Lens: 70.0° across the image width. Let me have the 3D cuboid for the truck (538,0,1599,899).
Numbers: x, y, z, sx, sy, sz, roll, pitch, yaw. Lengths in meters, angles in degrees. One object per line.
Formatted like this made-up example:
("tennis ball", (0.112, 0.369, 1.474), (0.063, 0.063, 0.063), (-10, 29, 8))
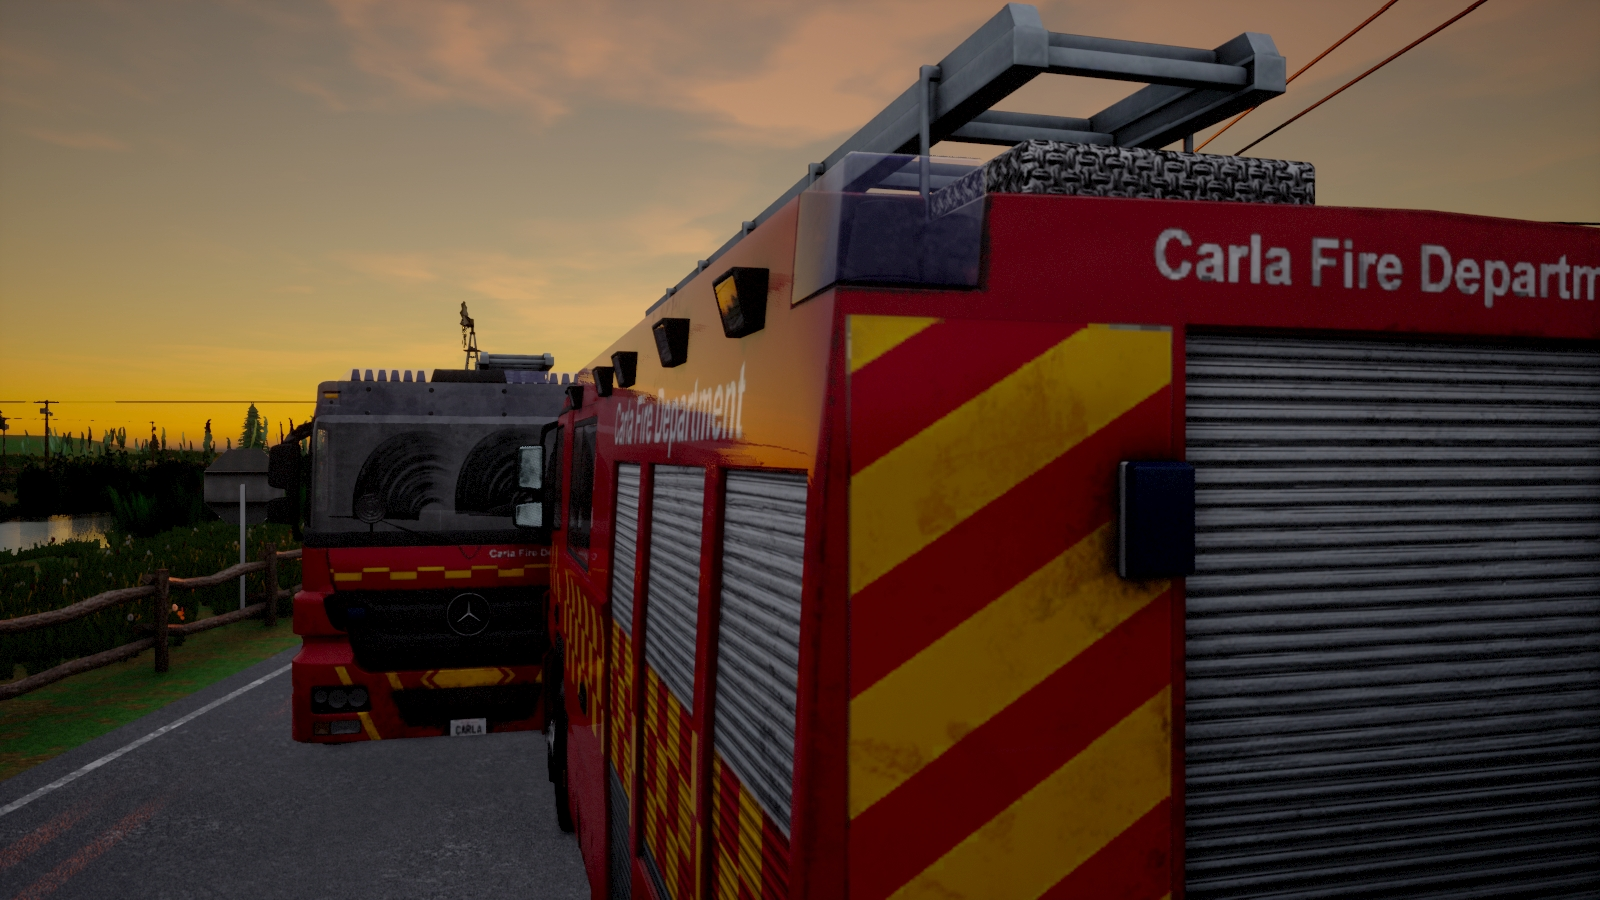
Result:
("truck", (0.127, 0.867, 6.871), (2.891, 3.827, 8.468), (0, 0, -16))

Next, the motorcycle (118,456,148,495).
("motorcycle", (-41.452, 1.577, 71.056), (0.803, 2.348, 2.033), (0, 0, -4))

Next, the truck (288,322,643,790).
("truck", (-3.935, 0.862, 13.803), (2.891, 3.827, 8.468), (0, 0, -16))
